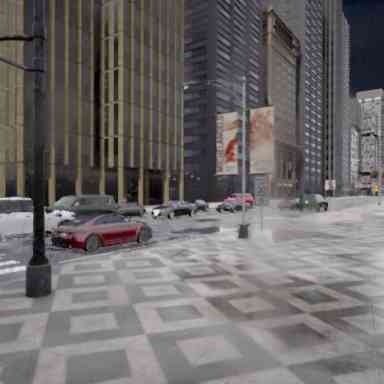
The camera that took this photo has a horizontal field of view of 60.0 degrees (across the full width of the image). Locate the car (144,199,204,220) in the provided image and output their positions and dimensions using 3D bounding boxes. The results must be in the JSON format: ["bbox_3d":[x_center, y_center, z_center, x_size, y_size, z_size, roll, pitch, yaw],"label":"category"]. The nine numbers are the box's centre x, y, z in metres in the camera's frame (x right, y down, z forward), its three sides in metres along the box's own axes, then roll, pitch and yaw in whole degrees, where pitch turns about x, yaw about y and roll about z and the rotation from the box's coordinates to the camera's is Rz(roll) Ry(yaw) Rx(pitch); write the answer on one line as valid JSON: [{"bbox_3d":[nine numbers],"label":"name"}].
[{"bbox_3d":[-1.438,1.487,28.614,2.128,1.511,4.902,0,0,36],"label":"car"}]

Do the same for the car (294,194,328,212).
[{"bbox_3d":[14.361,1.265,39.247,2.150,2.045,5.566,0,0,36],"label":"car"}]

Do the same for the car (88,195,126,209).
[{"bbox_3d":[-7.125,1.205,20.688,2.150,2.045,5.566,0,0,36],"label":"car"}]

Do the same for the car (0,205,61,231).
[{"bbox_3d":[-10.928,1.570,20.966,1.895,1.301,4.718,0,0,36],"label":"car"}]

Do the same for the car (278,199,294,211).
[{"bbox_3d":[12.653,1.582,42.418,2.033,1.411,5.357,0,0,36],"label":"car"}]

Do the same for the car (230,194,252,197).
[{"bbox_3d":[6.298,1.232,44.898,2.150,2.045,5.566,0,0,37],"label":"car"}]

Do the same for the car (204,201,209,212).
[{"bbox_3d":[0.144,1.520,36.383,1.812,1.442,4.674,0,0,36],"label":"car"}]

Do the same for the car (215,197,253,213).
[{"bbox_3d":[4.687,1.558,37.131,2.033,1.411,5.357,0,0,35],"label":"car"}]

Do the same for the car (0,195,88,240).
[{"bbox_3d":[-7.556,1.209,14.169,2.150,2.045,5.566,0,0,36],"label":"car"}]

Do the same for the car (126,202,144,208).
[{"bbox_3d":[-5.788,1.545,28.128,1.994,1.385,4.181,0,0,35],"label":"car"}]

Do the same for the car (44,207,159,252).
[{"bbox_3d":[-3.635,1.566,14.060,1.994,1.385,4.181,0,0,36],"label":"car"}]
